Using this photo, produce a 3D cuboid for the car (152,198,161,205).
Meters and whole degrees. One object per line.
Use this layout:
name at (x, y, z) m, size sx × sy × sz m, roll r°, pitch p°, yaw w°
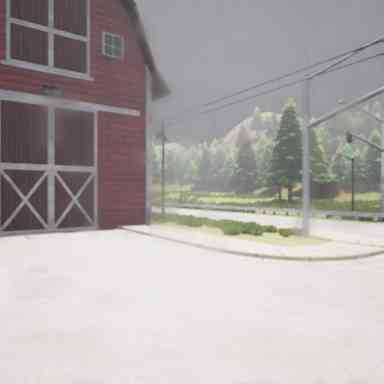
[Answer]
car at (-6.339, 1.673, 49.763) m, size 1.812 × 1.442 × 4.674 m, roll 0°, pitch 0°, yaw -34°
